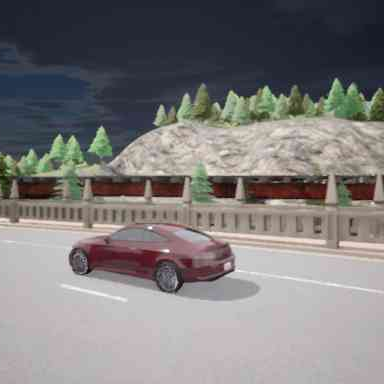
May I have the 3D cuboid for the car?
[{"bbox_3d":[-1.156,1.484,8.648,4.674,1.442,1.812,0,0,32],"label":"car"}]
